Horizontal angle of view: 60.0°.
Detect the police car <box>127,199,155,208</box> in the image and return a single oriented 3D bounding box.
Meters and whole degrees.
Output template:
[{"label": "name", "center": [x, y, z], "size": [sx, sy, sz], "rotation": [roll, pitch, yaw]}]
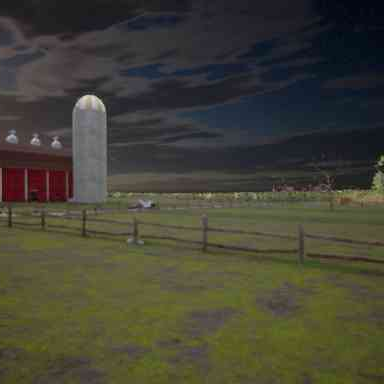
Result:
[{"label": "police car", "center": [-8.268, 1.946, 53.517], "size": [2.038, 1.542, 4.974], "rotation": [0, -1, 35]}]
